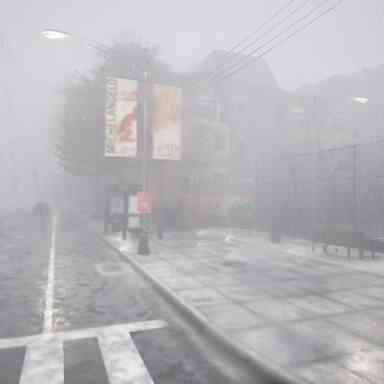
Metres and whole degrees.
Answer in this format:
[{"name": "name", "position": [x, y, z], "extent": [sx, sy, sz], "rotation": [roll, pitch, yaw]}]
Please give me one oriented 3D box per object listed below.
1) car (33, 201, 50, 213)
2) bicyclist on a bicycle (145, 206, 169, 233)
[{"name": "car", "position": [-20.501, 2.055, 45.304], "extent": [1.837, 1.490, 4.892], "rotation": [1, -1, -22]}, {"name": "bicyclist on a bicycle", "position": [-2.142, 1.654, 19.763], "extent": [1.656, 1.620, 0.582], "rotation": [1, -1, -22]}]
